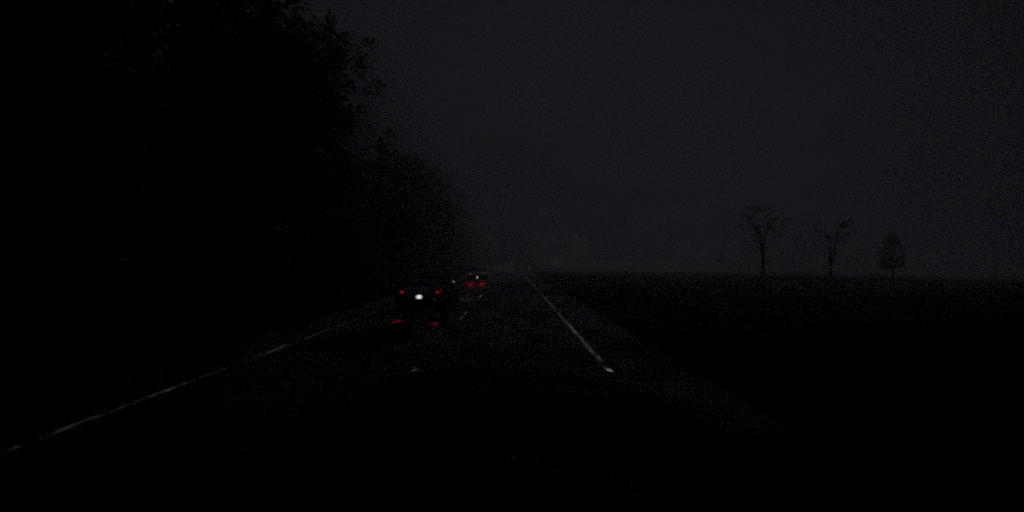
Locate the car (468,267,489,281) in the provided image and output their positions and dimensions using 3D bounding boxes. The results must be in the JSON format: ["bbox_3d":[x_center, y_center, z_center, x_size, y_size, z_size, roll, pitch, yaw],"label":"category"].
[{"bbox_3d":[-3.410,1.835,37.324,1.895,1.301,4.718,0,-1,0],"label":"car"}]

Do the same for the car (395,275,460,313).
[{"bbox_3d":[-3.405,1.496,15.145,1.994,1.385,4.181,0,-1,0],"label":"car"}]
